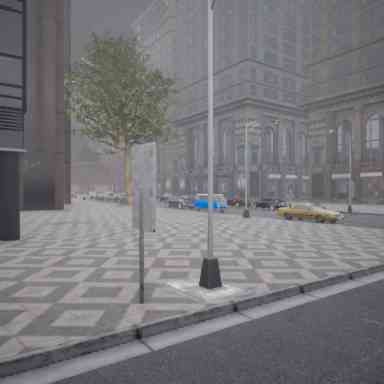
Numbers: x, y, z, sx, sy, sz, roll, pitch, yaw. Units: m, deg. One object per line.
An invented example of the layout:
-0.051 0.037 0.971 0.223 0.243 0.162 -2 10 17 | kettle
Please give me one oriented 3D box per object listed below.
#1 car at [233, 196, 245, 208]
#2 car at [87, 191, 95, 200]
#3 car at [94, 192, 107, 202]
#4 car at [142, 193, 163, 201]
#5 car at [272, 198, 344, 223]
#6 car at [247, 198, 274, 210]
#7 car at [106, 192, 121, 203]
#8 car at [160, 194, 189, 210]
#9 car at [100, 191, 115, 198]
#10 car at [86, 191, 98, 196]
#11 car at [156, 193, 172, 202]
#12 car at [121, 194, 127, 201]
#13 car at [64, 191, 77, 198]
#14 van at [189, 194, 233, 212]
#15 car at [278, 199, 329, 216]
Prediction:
5.566 1.223 42.640 1.887 1.381 4.507 1 0 -35 | car
-17.522 0.829 60.758 2.008 1.369 4.403 1 0 -35 | car
-14.301 0.910 56.156 2.008 1.369 4.403 1 0 -35 | car
-7.321 0.909 61.050 2.008 1.369 4.403 1 0 -35 | car
8.348 1.398 23.794 1.752 1.417 4.829 1 0 -35 | car
8.786 1.314 38.038 1.947 1.339 4.313 1 0 -35 | car
-11.079 0.991 51.554 2.008 1.369 4.403 1 0 -35 | car
-1.415 1.230 37.744 2.008 1.369 4.403 1 0 -35 | car
-20.204 0.586 79.455 1.887 1.381 4.507 1 0 -35 | car
-26.647 0.470 88.658 1.802 1.307 4.206 1 0 -35 | car
-4.097 0.880 56.448 1.967 1.590 4.097 1 0 -35 | car
-7.761 1.050 46.813 1.752 1.417 4.829 1 0 -35 | car
-27.184 0.482 74.563 1.967 1.590 4.097 1 0 -35 | car
1.809 1.090 33.142 1.690 1.788 3.998 1 0 -35 | van
10.332 1.386 31.171 1.994 1.385 4.181 0 1 -35 | car
